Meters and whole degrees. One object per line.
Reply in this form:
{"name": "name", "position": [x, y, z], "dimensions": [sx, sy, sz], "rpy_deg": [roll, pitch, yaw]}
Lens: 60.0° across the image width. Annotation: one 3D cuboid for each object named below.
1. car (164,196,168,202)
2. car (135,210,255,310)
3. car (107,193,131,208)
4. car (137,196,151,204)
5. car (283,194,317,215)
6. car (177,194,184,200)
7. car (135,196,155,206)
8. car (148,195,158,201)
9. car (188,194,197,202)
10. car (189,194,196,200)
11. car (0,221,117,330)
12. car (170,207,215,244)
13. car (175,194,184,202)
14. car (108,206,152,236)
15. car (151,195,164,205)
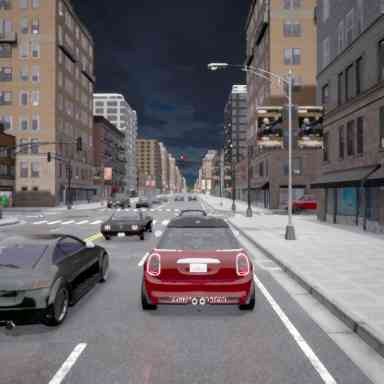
{"name": "car", "position": [-6.322, 1.535, 71.873], "dimensions": [1.994, 1.385, 4.181], "rpy_deg": [0, 0, 0]}
{"name": "car", "position": [0.119, 1.352, 7.960], "dimensions": [2.097, 1.767, 4.553], "rpy_deg": [0, 0, 0]}
{"name": "car", "position": [-9.782, 1.216, 44.921], "dimensions": [2.150, 2.045, 5.566], "rpy_deg": [0, 0, 2]}
{"name": "car", "position": [-9.597, 1.532, 67.286], "dimensions": [2.033, 1.411, 5.357], "rpy_deg": [0, 0, 1]}
{"name": "car", "position": [12.350, 1.257, 34.476], "dimensions": [5.566, 2.045, 2.150], "rpy_deg": [0, 0, 0]}
{"name": "car", "position": [-3.030, 1.370, 88.293], "dimensions": [1.812, 1.442, 4.674], "rpy_deg": [0, 0, 0]}
{"name": "car", "position": [-6.354, 1.595, 43.766], "dimensions": [1.895, 1.301, 4.718], "rpy_deg": [0, 0, -3]}
{"name": "car", "position": [-9.547, 1.457, 81.671], "dimensions": [1.994, 1.385, 4.181], "rpy_deg": [0, 0, 0]}
{"name": "car", "position": [0.195, 1.333, 78.252], "dimensions": [2.097, 1.767, 4.553], "rpy_deg": [0, 0, 0]}
{"name": "car", "position": [0.220, 1.370, 88.285], "dimensions": [1.812, 1.442, 4.674], "rpy_deg": [0, 0, 0]}
{"name": "car", "position": [-3.133, 1.563, 7.031], "dimensions": [1.994, 1.385, 4.181], "rpy_deg": [0, 0, 0]}
{"name": "car", "position": [0.051, 1.563, 16.663], "dimensions": [1.994, 1.385, 4.181], "rpy_deg": [0, 0, 1]}
{"name": "car", "position": [-3.055, 1.530, 78.290], "dimensions": [1.994, 1.385, 4.181], "rpy_deg": [0, 0, 0]}
{"name": "car", "position": [-3.109, 1.600, 16.899], "dimensions": [1.895, 1.301, 4.718], "rpy_deg": [0, 0, 0]}
{"name": "car", "position": [-6.439, 1.552, 57.747], "dimensions": [1.994, 1.385, 4.181], "rpy_deg": [0, 0, 0]}
